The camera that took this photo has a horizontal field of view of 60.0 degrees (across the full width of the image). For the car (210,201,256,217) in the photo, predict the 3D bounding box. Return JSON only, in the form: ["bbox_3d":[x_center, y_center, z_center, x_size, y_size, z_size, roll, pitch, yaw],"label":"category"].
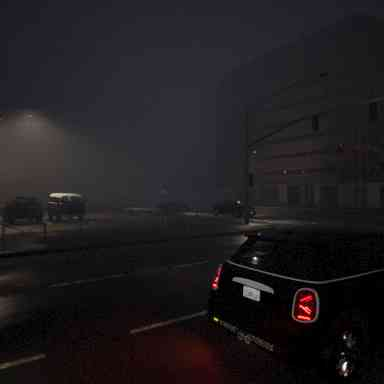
[{"bbox_3d":[3.689,1.547,30.499,2.128,1.511,4.902,0,0,-35],"label":"car"}]

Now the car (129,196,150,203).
[{"bbox_3d":[-11.048,1.601,69.648,2.033,1.411,5.357,0,0,-35],"label":"car"}]

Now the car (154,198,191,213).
[{"bbox_3d":[-2.076,1.656,38.605,1.895,1.301,4.718,0,0,-35],"label":"car"}]

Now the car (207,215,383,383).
[{"bbox_3d":[2.516,1.352,5.601,4.553,1.767,2.097,0,0,-35],"label":"car"}]

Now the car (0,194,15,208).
[{"bbox_3d":[-31.836,1.209,56.384,1.932,1.855,4.605,0,0,-35],"label":"car"}]

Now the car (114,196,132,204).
[{"bbox_3d":[-14.084,1.619,67.913,1.994,1.385,4.181,0,0,-35],"label":"car"}]

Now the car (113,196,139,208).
[{"bbox_3d":[-10.183,1.656,50.031,1.895,1.301,4.718,0,0,-35],"label":"car"}]

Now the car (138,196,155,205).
[{"bbox_3d":[-9.025,1.581,60.795,1.812,1.442,4.674,0,0,-36],"label":"car"}]
